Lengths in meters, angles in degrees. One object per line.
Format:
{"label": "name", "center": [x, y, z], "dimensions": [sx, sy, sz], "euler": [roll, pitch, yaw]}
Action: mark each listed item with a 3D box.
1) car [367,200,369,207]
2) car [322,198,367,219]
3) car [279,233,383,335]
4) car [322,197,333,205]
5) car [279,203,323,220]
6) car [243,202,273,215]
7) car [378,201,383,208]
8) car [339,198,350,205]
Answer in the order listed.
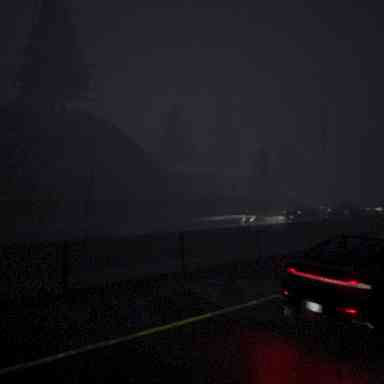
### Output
{"label": "car", "center": [34.685, 2.277, 67.179], "dimensions": [1.837, 1.490, 4.892], "euler": [0, -1, 25]}
{"label": "car", "center": [14.227, 1.725, 30.960], "dimensions": [2.097, 1.767, 4.553], "euler": [0, -1, 42]}
{"label": "car", "center": [3.793, 1.575, 6.627], "dimensions": [4.902, 1.511, 2.128], "euler": [1, -1, -38]}
{"label": "car", "center": [30.211, 2.052, 74.238], "dimensions": [2.097, 1.767, 4.553], "euler": [0, -1, 23]}
{"label": "car", "center": [10.644, 1.978, 32.182], "dimensions": [1.895, 1.301, 4.718], "euler": [0, -1, 43]}
{"label": "car", "center": [7.876, 1.941, 39.564], "dimensions": [2.128, 1.511, 4.902], "euler": [0, -1, 41]}
{"label": "car", "center": [37.864, 2.404, 65.705], "dimensions": [1.895, 1.301, 4.718], "euler": [0, -1, 25]}
{"label": "car", "center": [33.947, 2.138, 74.072], "dimensions": [2.033, 1.411, 5.357], "euler": [0, -1, 23]}
